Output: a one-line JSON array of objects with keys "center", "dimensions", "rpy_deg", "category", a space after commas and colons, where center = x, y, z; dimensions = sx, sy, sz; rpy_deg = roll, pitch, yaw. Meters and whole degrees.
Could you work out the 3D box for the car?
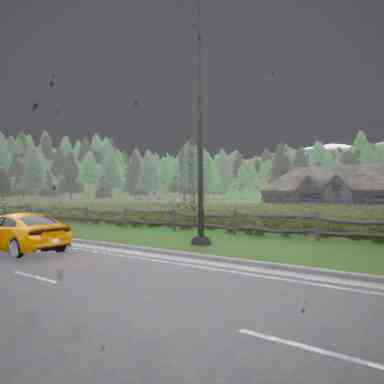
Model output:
[{"center": [-6.817, 1.576, 13.153], "dimensions": [5.008, 1.535, 1.882], "rpy_deg": [0, 0, 35], "category": "car"}]
